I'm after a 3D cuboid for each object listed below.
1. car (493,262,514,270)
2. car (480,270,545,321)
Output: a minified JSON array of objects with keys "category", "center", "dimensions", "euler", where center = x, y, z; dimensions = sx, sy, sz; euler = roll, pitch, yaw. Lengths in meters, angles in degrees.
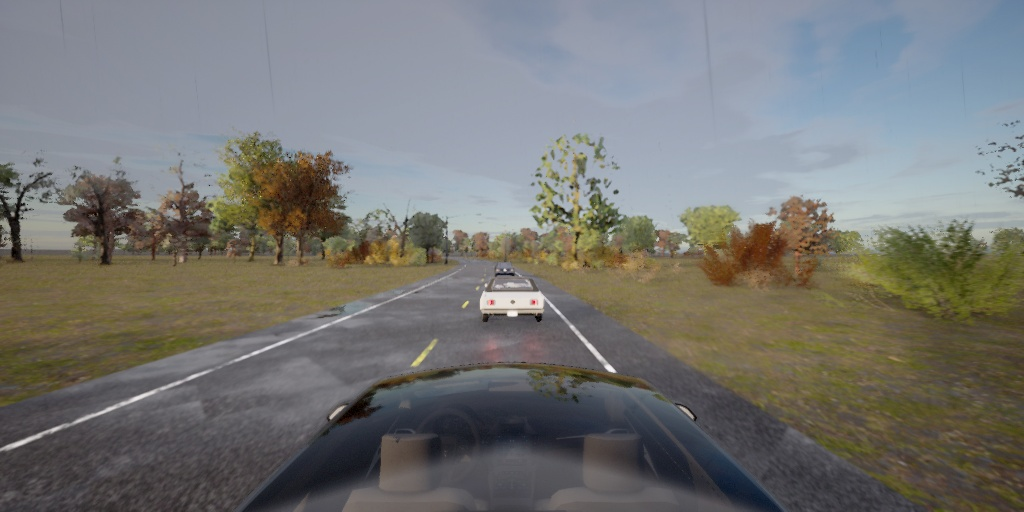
[{"category":"car","center":[-0.730,1.250,32.923],"dimensions":[2.033,1.411,5.357],"euler":[0,0,-3]},{"category":"car","center":[-0.023,1.340,12.365],"dimensions":[1.895,1.301,4.718],"euler":[0,0,-1]}]
